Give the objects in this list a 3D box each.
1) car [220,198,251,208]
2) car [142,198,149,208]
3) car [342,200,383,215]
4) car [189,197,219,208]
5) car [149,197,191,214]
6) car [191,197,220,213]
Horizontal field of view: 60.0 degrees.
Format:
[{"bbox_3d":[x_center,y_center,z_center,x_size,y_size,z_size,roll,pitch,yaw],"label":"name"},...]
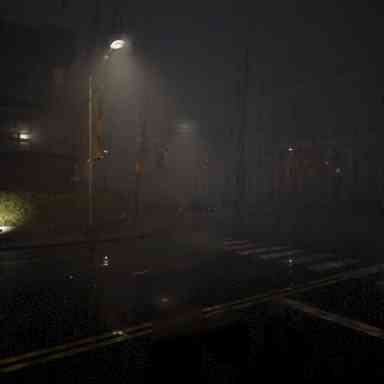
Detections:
[{"bbox_3d":[6.286,1.547,49.095,2.033,1.411,5.357,0,0,-35],"label":"car"},{"bbox_3d":[-5.113,1.492,45.110,2.128,1.511,4.902,0,0,-34],"label":"car"},{"bbox_3d":[17.743,1.564,34.280,4.181,1.385,1.994,0,0,30],"label":"car"},{"bbox_3d":[1.760,1.478,49.498,1.882,1.535,5.008,0,0,-35],"label":"car"},{"bbox_3d":[-2.397,1.526,34.987,1.812,1.442,4.674,0,0,-35],"label":"car"},{"bbox_3d":[0.688,1.564,36.683,1.994,1.385,4.181,0,0,-35],"label":"car"}]
